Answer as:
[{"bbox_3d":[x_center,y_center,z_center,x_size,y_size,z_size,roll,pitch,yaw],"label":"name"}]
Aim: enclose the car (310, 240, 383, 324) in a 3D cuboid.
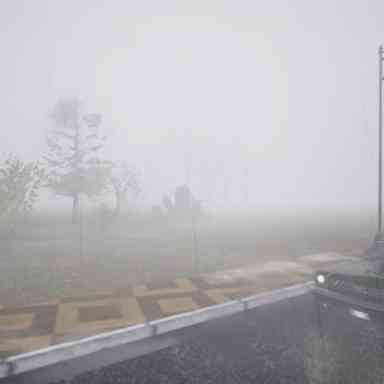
[{"bbox_3d":[4.439,1.630,6.543,4.718,1.301,1.895,0,0,-35],"label":"car"}]
